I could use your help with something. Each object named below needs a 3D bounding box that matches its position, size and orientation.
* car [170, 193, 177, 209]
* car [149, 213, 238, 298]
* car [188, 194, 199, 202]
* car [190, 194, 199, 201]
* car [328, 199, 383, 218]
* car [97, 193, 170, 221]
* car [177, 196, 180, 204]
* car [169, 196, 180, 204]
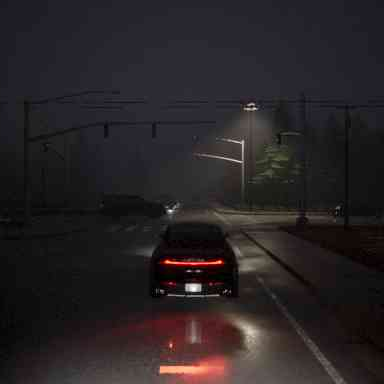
[{"bbox_3d":[-3.591,1.221,45.938,2.150,2.045,5.566,0,0,0],"label":"car"},{"bbox_3d":[0.049,1.501,8.525,1.837,1.490,4.892,0,0,1],"label":"car"},{"bbox_3d":[0.286,1.353,73.218,2.097,1.767,4.553,0,0,2],"label":"car"},{"bbox_3d":[0.671,1.297,83.258,2.097,1.767,4.553,0,0,2],"label":"car"},{"bbox_3d":[14.590,1.379,29.660,4.553,1.767,2.097,0,0,1],"label":"car"},{"bbox_3d":[-4.983,1.241,27.646,5.566,2.045,2.150,0,1,-16],"label":"car"},{"bbox_3d":[-3.557,1.564,55.864,1.994,1.385,4.181,0,0,0],"label":"car"},{"bbox_3d":[-3.414,1.503,65.932,1.837,1.490,4.892,0,0,1],"label":"car"}]
